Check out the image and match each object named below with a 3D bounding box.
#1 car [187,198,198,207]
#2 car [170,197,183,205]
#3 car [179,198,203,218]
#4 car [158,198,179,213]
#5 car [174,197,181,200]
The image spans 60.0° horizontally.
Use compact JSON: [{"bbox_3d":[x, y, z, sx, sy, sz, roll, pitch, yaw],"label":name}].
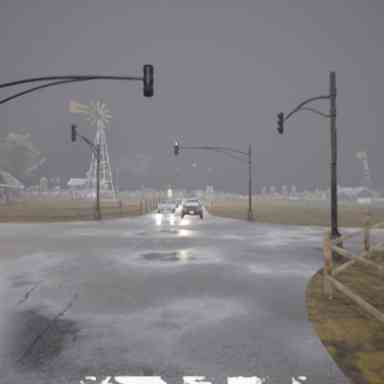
[{"bbox_3d":[0.060,1.653,53.825,1.812,1.442,4.674,0,0,0],"label":"car"},{"bbox_3d":[-2.827,1.719,62.350,2.033,1.411,5.357,0,0,1],"label":"car"},{"bbox_3d":[0.018,1.562,30.450,1.812,1.442,4.674,0,0,1],"label":"car"},{"bbox_3d":[-2.869,1.663,38.464,1.895,1.301,4.718,0,0,0],"label":"car"},{"bbox_3d":[-2.865,1.609,48.848,1.837,1.490,4.892,0,0,0],"label":"car"}]
